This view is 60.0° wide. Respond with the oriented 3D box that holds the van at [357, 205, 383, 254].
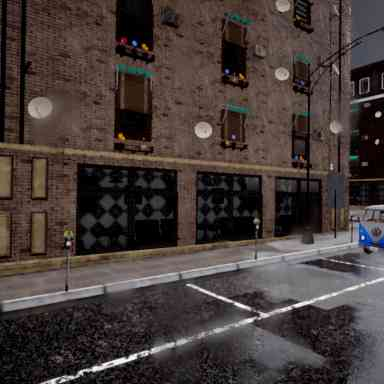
[{"bbox_3d":[7.671,1.345,12.104,3.998,1.788,1.690,0,1,-35],"label":"van"}]
